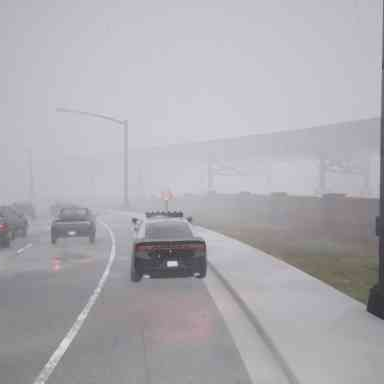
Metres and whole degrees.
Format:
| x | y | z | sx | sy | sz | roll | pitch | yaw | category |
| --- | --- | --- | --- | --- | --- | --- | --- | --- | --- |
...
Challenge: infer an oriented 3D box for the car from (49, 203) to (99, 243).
| x | y | z | sx | sy | sz | roll | pitch | yaw | category |
| --- | --- | --- | --- | --- | --- | --- | --- | --- | --- |
| -5.681 | 1.508 | 16.271 | 2.128 | 1.511 | 4.902 | 0 | 0 | -16 | car |

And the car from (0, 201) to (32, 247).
| x | y | z | sx | sy | sz | roll | pitch | yaw | category |
| --- | --- | --- | --- | --- | --- | --- | --- | --- | --- |
| -8.993 | 1.382 | 15.131 | 2.097 | 1.767 | 4.553 | 0 | 0 | -15 | car |

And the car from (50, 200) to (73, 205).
| x | y | z | sx | sy | sz | roll | pitch | yaw | category |
| --- | --- | --- | --- | --- | --- | --- | --- | --- | --- |
| -12.194 | 1.530 | 31.435 | 1.882 | 1.535 | 5.008 | -1 | 0 | -31 | car |

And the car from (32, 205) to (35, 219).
| x | y | z | sx | sy | sz | roll | pitch | yaw | category |
| --- | --- | --- | --- | --- | --- | --- | --- | --- | --- |
| -15.128 | 1.592 | 29.531 | 1.837 | 1.490 | 4.892 | -1 | 0 | -31 | car |

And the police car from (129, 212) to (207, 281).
| x | y | z | sx | sy | sz | roll | pitch | yaw | category |
| --- | --- | --- | --- | --- | --- | --- | --- | --- | --- |
| -0.853 | 1.422 | 10.087 | 1.930 | 1.638 | 5.238 | 0 | 0 | -9 | police car |
